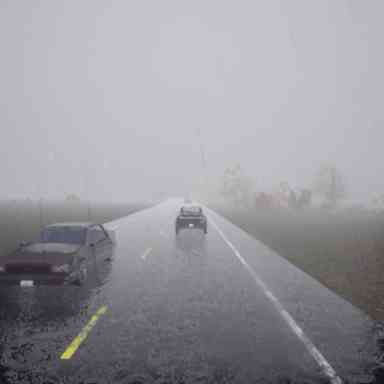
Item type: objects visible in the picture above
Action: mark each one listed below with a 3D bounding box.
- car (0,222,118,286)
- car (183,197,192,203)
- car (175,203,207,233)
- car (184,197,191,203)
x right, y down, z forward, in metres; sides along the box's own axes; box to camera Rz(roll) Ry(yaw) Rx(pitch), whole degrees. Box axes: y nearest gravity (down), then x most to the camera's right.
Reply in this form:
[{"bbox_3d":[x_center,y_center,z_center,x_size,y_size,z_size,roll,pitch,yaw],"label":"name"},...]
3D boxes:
[{"bbox_3d":[-3.601,1.629,9.922,2.033,1.411,5.357,0,0,0],"label":"car"},{"bbox_3d":[-0.987,2.175,79.169,1.837,1.490,4.892,0,-1,-2],"label":"car"},{"bbox_3d":[-0.059,1.665,20.864,2.128,1.511,4.902,0,0,0],"label":"car"},{"bbox_3d":[-1.271,2.130,89.594,1.882,1.535,5.008,0,-1,-2],"label":"car"}]
